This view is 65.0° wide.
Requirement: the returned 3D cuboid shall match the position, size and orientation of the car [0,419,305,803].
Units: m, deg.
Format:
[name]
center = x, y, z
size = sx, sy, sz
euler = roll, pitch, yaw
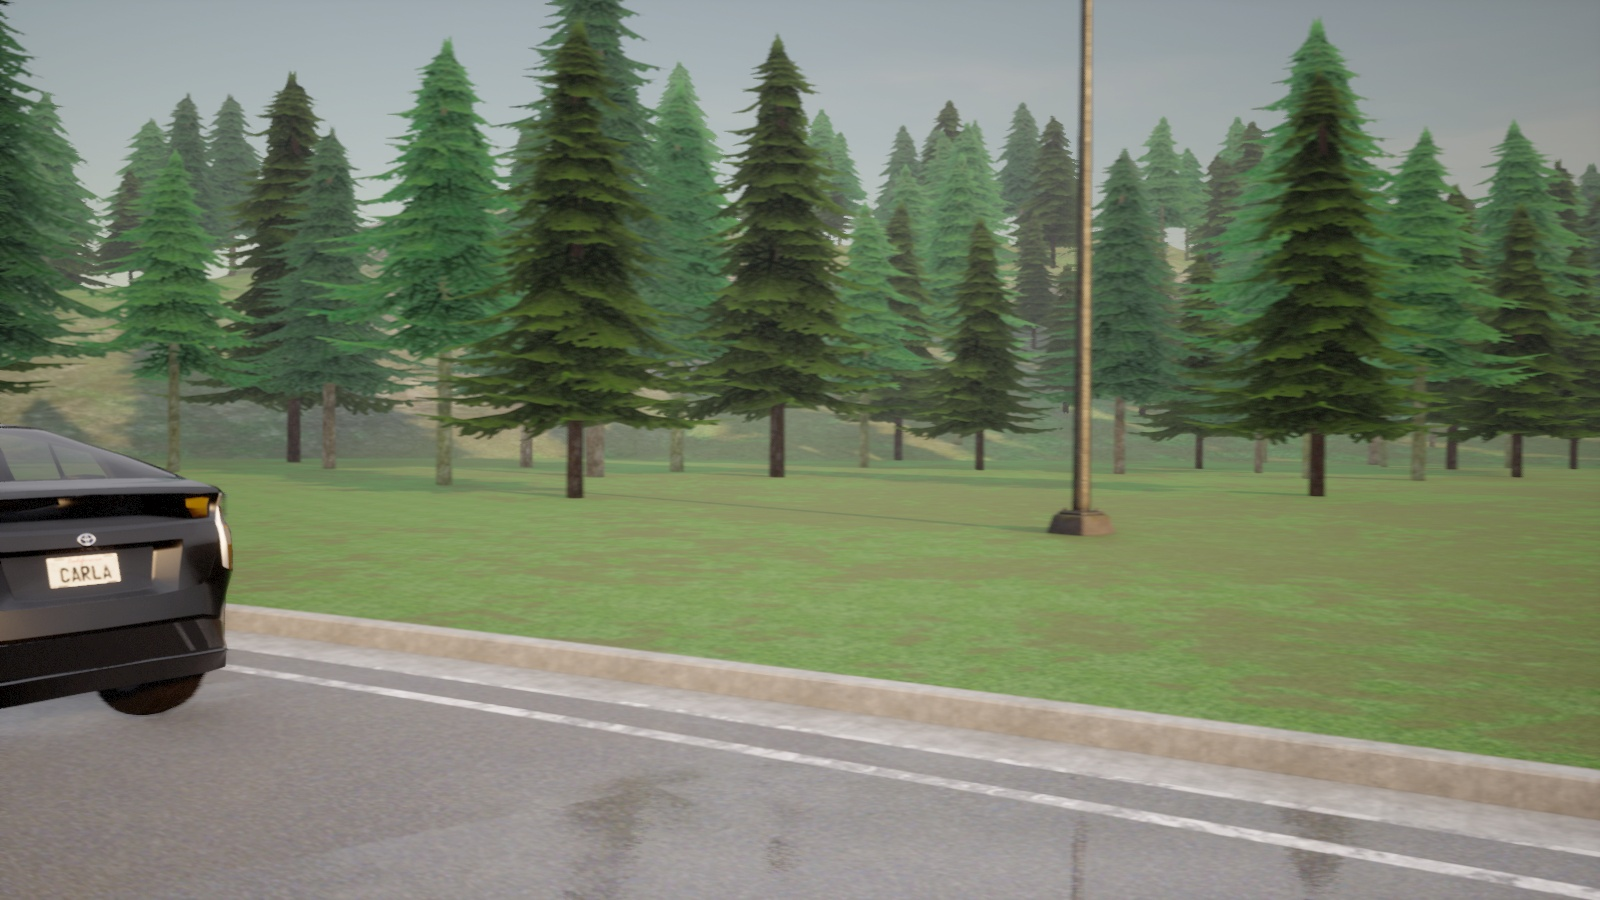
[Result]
[car]
center = -4.927, 0.636, 6.473
size = 4.514, 1.525, 2.007
euler = 0, 1, 29
